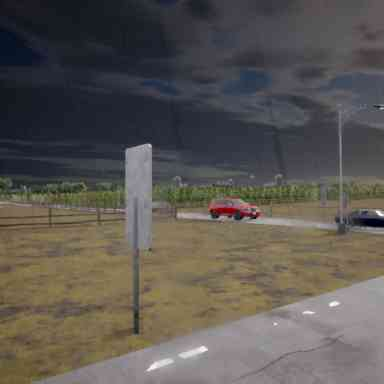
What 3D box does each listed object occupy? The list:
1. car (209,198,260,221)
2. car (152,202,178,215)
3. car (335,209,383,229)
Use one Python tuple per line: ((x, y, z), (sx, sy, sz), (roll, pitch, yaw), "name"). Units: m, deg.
((3.950, 1.635, 31.912), (2.150, 2.045, 5.566), (0, -1, -35), "car")
((-3.738, 2.018, 42.586), (2.097, 1.767, 4.553), (0, -1, -36), "car")
((11.942, 1.761, 21.528), (1.895, 1.301, 4.718), (0, -1, -42), "car")
